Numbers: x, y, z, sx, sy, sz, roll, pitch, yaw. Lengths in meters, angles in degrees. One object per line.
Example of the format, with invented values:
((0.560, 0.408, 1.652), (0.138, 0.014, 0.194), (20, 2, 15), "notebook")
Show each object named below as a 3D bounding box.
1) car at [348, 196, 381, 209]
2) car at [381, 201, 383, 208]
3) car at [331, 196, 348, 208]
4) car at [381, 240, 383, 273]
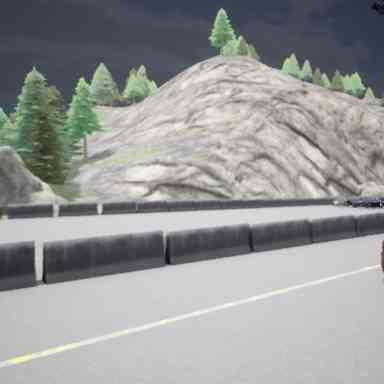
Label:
((21.322, 1.368, 40.206), (4.718, 1.301, 1.895), (0, 0, -35), "car")
((24.027, 1.258, 37.823), (5.008, 1.535, 1.882), (0, 0, -35), "car")
((20.326, 1.240, 43.770), (4.902, 1.511, 2.128), (0, 0, -35), "car")
((6.843, 1.429, 8.547), (5.008, 1.535, 1.882), (0, 1, -35), "car")
